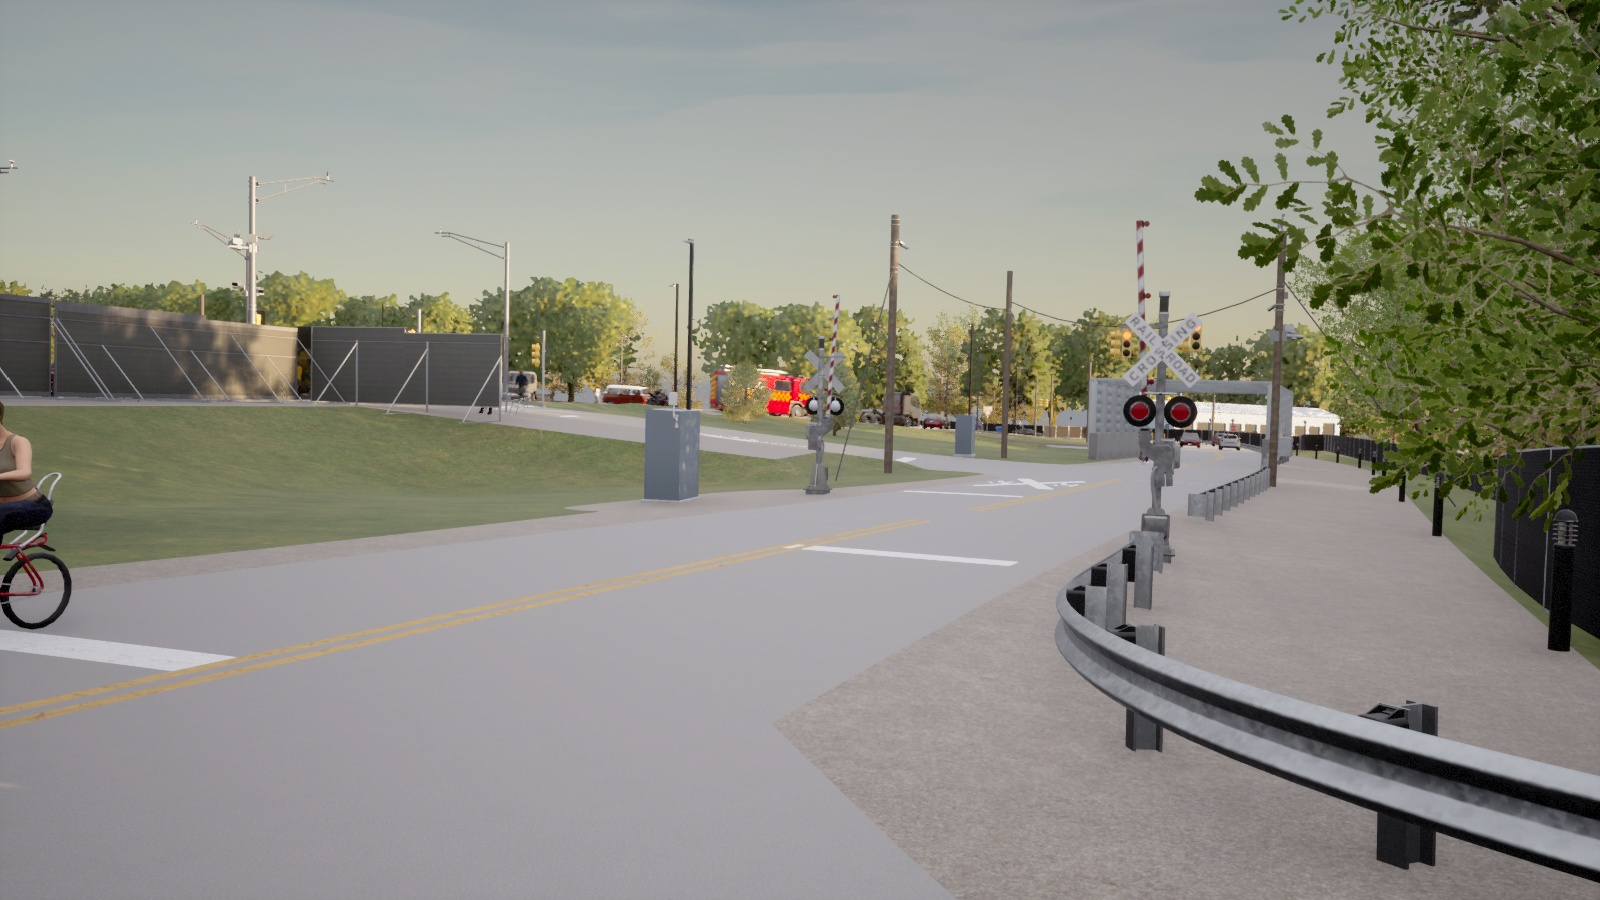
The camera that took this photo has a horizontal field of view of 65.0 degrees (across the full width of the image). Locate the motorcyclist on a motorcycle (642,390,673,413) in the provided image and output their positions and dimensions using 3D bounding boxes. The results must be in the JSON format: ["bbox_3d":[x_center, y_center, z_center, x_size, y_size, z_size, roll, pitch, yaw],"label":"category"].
[{"bbox_3d":[-10.643,-3.615,93.859,0.866,1.530,2.191,3,1,43],"label":"motorcyclist on a motorcycle"}]

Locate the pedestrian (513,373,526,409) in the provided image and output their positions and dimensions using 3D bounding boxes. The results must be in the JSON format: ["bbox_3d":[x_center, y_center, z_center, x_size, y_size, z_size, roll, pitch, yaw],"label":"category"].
[{"bbox_3d":[-14.790,-3.116,66.253,0.402,1.842,0.726,1,3,16],"label":"pedestrian"}]

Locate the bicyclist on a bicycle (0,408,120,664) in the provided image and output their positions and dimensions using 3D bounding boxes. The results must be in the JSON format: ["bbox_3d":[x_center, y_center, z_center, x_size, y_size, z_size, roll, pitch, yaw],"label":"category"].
[{"bbox_3d":[-5.397,0.536,8.178,0.866,1.612,1.509,1,1,19],"label":"bicyclist on a bicycle"}]
